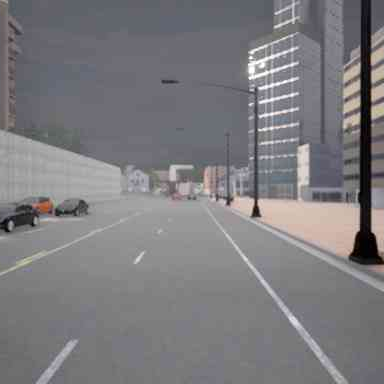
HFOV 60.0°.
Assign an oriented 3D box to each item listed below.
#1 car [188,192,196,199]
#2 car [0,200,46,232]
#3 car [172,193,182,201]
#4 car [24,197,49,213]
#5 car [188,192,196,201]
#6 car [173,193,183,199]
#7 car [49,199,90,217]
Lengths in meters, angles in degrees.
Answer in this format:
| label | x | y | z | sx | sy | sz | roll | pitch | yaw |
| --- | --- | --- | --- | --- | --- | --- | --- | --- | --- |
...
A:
| label | x | y | z | sx | sy | sz | roll | pitch | yaw |
| --- | --- | --- | --- | --- | --- | --- | --- | --- | --- |
| car | -0.010 | 0.862 | 84.508 | 2.097 | 1.767 | 4.553 | 0 | 0 | 1 |
| car | -10.601 | 1.417 | 19.309 | 1.837 | 1.490 | 4.892 | 0 | 0 | 0 |
| car | -3.510 | 1.015 | 75.721 | 2.097 | 1.767 | 4.553 | 0 | 0 | 0 |
| car | -14.091 | 1.218 | 29.601 | 2.097 | 1.767 | 4.553 | 0 | 0 | 0 |
| car | -0.010 | 1.210 | 76.136 | 1.994 | 1.385 | 4.181 | 0 | 0 | 0 |
| car | -3.509 | 1.031 | 84.538 | 2.128 | 1.511 | 4.902 | 0 | 0 | 1 |
| car | -10.595 | 1.372 | 29.684 | 1.837 | 1.490 | 4.892 | 0 | 0 | 0 |
